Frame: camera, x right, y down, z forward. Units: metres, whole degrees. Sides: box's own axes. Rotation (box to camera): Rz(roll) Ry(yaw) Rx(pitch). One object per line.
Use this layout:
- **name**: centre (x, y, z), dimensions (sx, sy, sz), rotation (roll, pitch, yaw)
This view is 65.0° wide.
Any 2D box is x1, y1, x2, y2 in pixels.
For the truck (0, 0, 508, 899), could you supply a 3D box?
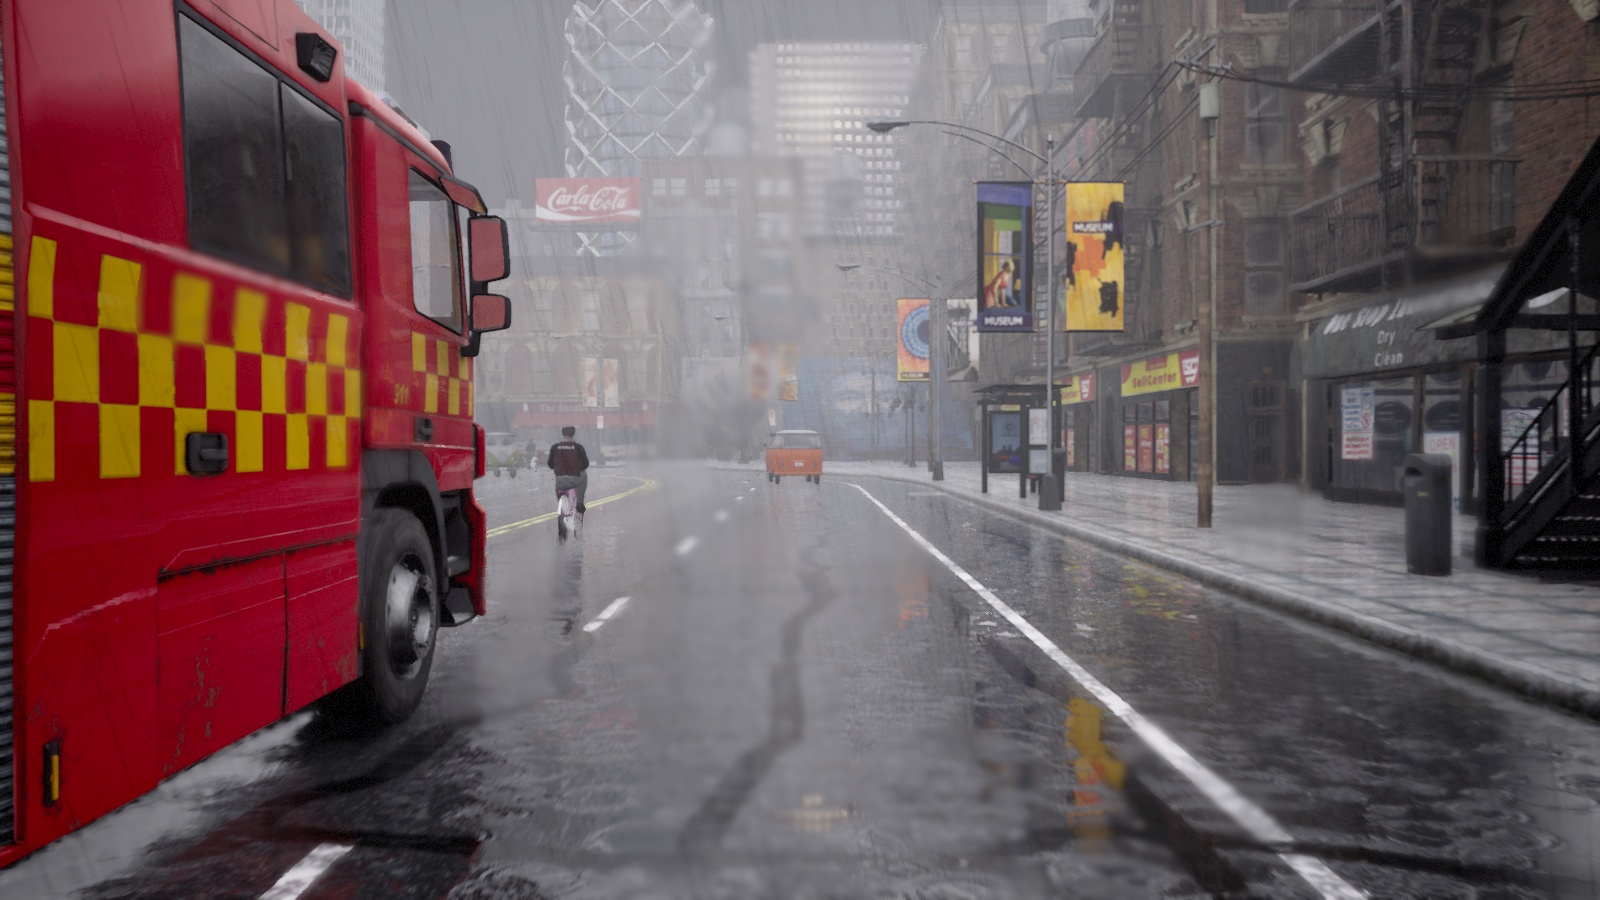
- **truck**: centre (-3.460, -0.445, 4.351), dimensions (2.891, 3.827, 8.468), rotation (0, 0, 0)

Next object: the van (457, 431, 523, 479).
- **van**: centre (-13.436, 0.183, 54.252), dimensions (1.775, 1.987, 4.442), rotation (0, 0, -28)

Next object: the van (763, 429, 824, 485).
- **van**: centre (-0.293, 0.235, 46.853), dimensions (1.775, 1.987, 4.442), rotation (0, 0, -7)

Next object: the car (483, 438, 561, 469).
- **car**: centre (-16.409, 0.175, 74.000), dimensions (4.553, 1.767, 2.097), rotation (0, 0, 39)

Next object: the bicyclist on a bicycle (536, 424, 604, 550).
- **bicyclist on a bicycle**: centre (-3.387, 0.509, 18.612), dimensions (0.659, 1.776, 1.843), rotation (0, 1, 0)
